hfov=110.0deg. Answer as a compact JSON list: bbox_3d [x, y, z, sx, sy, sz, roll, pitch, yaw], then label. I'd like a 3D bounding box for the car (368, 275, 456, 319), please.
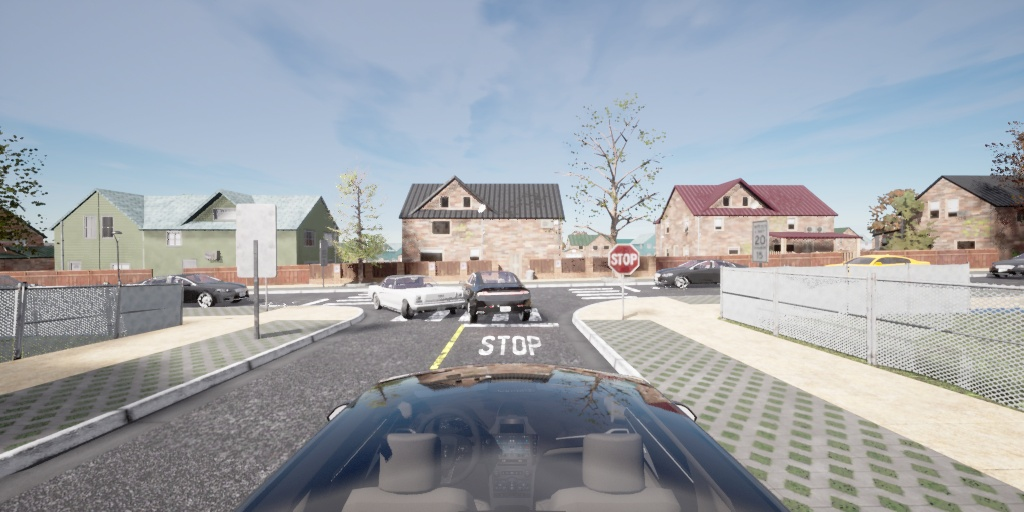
[{"bbox_3d":[-3.602,1.368,13.051,1.895,1.301,4.718,0,0,-38],"label":"car"}]

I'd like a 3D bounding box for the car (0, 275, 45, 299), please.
[{"bbox_3d":[-24.240,1.648,16.507,4.553,1.767,2.097,-1,1,0],"label":"car"}]

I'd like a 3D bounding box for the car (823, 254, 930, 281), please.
[{"bbox_3d":[19.761,0.690,19.637,5.008,1.535,1.882,-1,1,-1],"label":"car"}]

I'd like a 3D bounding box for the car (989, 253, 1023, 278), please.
[{"bbox_3d":[29.385,0.478,19.673,4.902,1.511,2.128,-1,1,0],"label":"car"}]

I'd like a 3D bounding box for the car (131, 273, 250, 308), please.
[{"bbox_3d":[-14.903,1.567,16.547,4.902,1.511,2.128,-1,1,0],"label":"car"}]

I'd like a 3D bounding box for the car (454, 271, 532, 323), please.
[{"bbox_3d":[-0.686,1.243,12.192,2.128,1.511,4.902,0,0,-12],"label":"car"}]

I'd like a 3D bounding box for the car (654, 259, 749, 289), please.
[{"bbox_3d":[10.330,0.926,19.600,4.902,1.511,2.128,-1,1,0],"label":"car"}]
